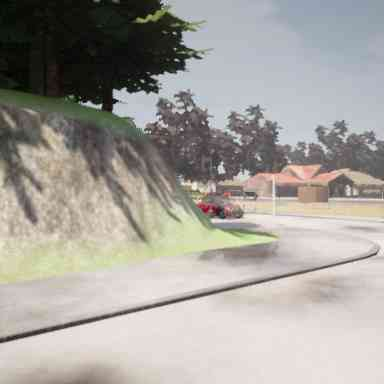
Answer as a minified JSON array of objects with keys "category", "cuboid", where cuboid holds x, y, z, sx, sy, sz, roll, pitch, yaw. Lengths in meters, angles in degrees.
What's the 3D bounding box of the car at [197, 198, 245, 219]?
[{"category":"car","cuboid":[2.465,1.346,29.051,2.097,1.767,4.553,0,0,-36]}]
